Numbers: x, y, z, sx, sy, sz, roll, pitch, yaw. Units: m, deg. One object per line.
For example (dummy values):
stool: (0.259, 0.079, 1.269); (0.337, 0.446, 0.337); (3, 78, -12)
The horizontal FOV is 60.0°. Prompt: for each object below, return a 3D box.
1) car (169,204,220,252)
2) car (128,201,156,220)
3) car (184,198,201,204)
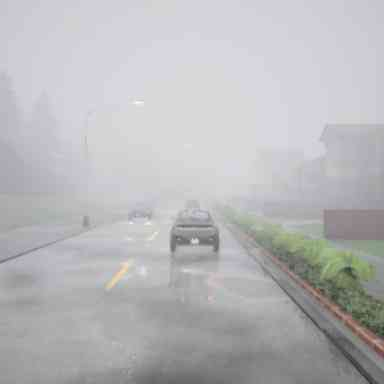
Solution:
car: (0.098, 1.487, 13.767); (2.128, 1.511, 4.902); (0, 0, 0)
car: (-4.104, 1.516, 27.730); (1.812, 1.442, 4.674); (0, 0, 0)
car: (0.094, 1.491, 42.432); (1.837, 1.490, 4.892); (0, 0, 0)
